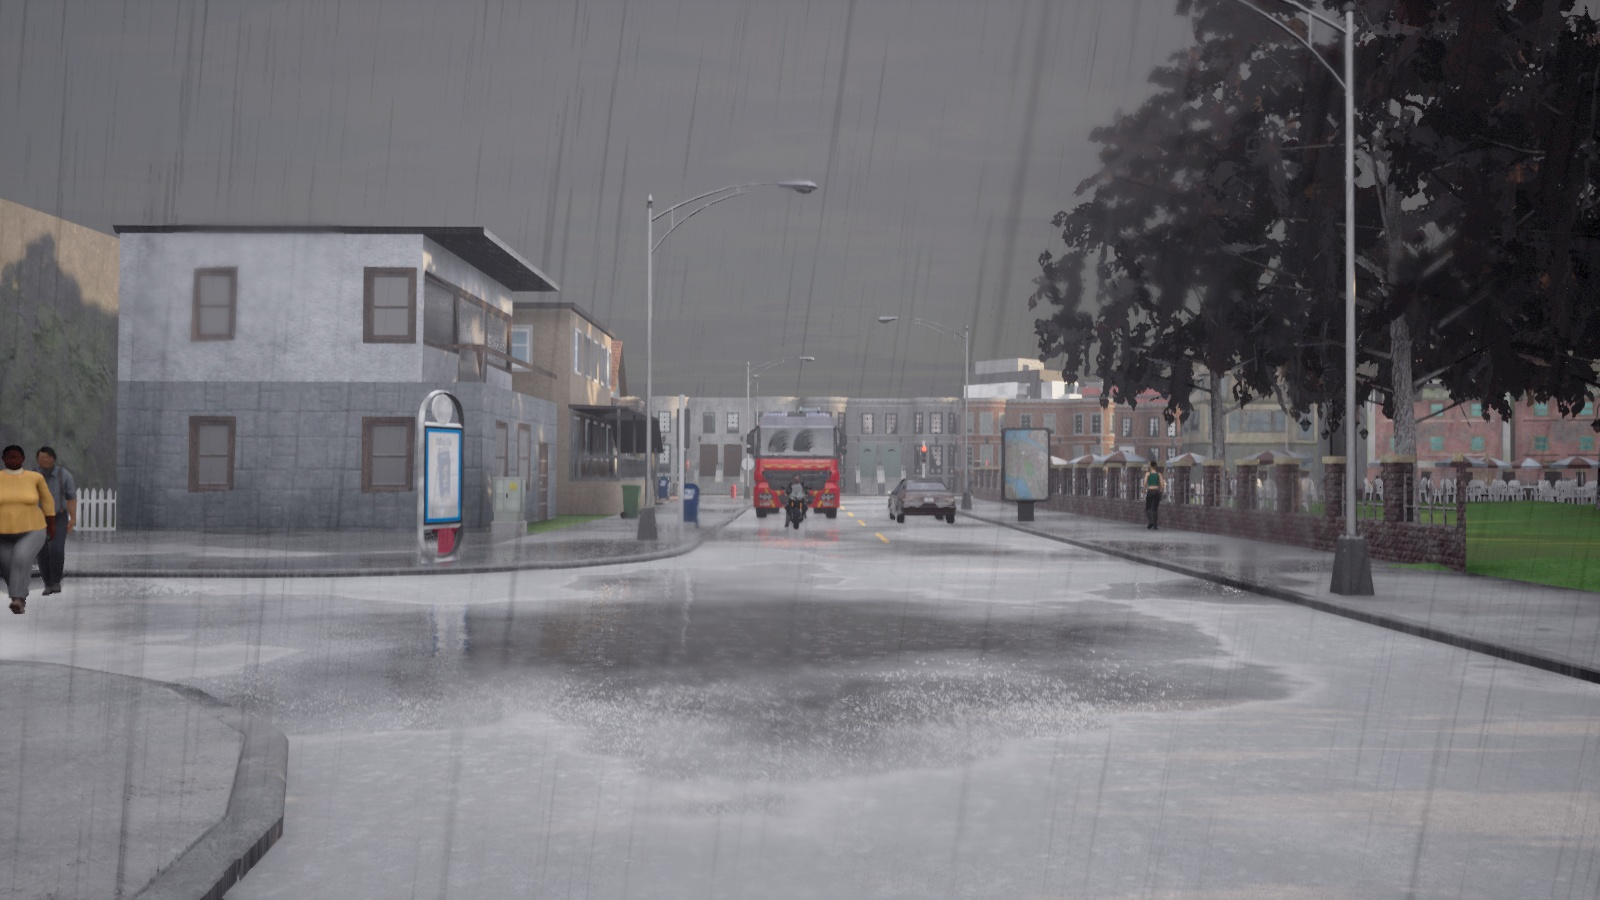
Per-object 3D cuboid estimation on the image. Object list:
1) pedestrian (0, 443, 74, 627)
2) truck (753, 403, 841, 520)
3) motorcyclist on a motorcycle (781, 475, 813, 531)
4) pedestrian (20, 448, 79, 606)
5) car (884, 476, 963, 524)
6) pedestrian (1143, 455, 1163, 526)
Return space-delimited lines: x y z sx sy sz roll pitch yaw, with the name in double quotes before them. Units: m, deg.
"pedestrian" -8.178 0.868 13.140 0.874 1.855 0.900 0 -1 -22
"truck" -0.113 0.446 45.387 2.891 3.827 8.468 0 -1 0
"motorcyclist on a motorcycle" -0.087 1.472 35.441 0.866 1.530 2.191 0 -1 0
"pedestrian" -9.013 0.906 15.098 0.540 1.848 0.694 0 -1 -26
"car" 3.904 1.559 40.584 2.033 1.411 5.357 0 -1 0
"pedestrian" 9.281 1.067 33.024 0.345 1.836 0.594 0 -1 0
